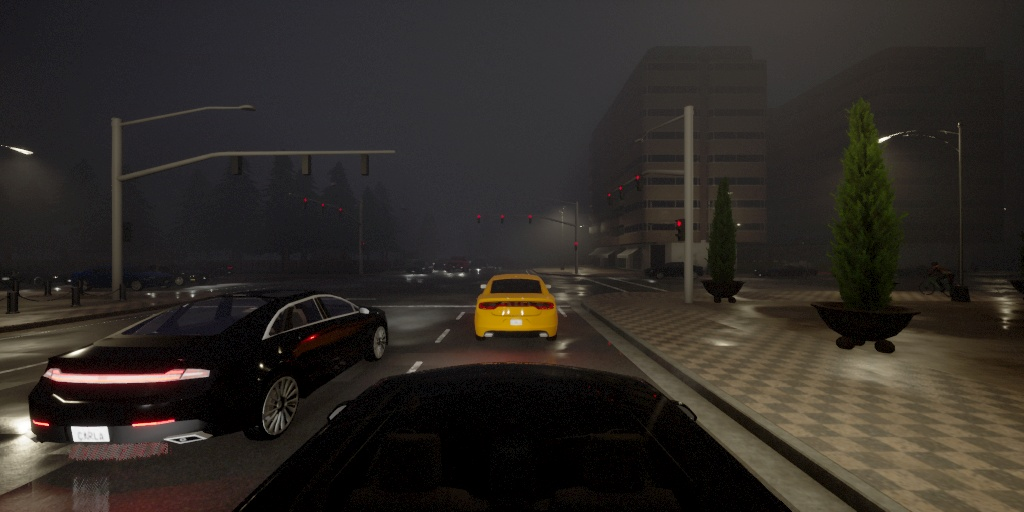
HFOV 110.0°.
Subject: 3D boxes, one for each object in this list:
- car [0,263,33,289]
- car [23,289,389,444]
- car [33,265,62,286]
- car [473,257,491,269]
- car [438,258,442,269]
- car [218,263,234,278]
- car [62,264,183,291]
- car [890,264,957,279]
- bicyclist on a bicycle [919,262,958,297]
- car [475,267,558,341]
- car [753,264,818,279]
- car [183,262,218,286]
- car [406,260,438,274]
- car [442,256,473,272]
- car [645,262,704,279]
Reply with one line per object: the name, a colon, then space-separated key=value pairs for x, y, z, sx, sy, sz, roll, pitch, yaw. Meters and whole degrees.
car: x=-33.367 y=1.027 z=21.697 sx=5.566 sy=2.045 sz=2.150 roll=0 pitch=0 yaw=0
car: x=-3.423 y=1.242 z=5.354 sx=2.128 sy=1.511 sz=4.902 roll=0 pitch=0 yaw=1
car: x=-33.757 y=1.353 z=25.194 sx=5.357 sy=1.411 sz=2.033 roll=0 pitch=0 yaw=0
car: x=-5.416 y=1.256 z=58.125 sx=1.837 sy=1.490 sz=4.892 roll=0 pitch=0 yaw=15
car: x=-9.884 y=1.101 z=51.639 sx=2.097 sy=1.767 sz=4.553 roll=0 pitch=0 yaw=6
car: x=-27.978 y=1.297 z=32.409 sx=4.902 sy=1.511 sz=2.128 roll=0 pitch=0 yaw=0
car: x=-23.432 y=1.283 z=21.721 sx=5.008 sy=1.535 sz=1.882 roll=0 pitch=0 yaw=0
car: x=36.999 y=1.406 z=32.564 sx=4.718 sy=1.301 sz=1.895 roll=0 pitch=0 yaw=0
bicyclist on a bicycle: x=20.288 y=1.106 z=17.051 sx=0.582 sy=1.620 sz=1.656 roll=0 pitch=0 yaw=0
car: x=0.107 y=1.228 z=9.936 sx=1.882 sy=1.535 sz=5.008 roll=0 pitch=0 yaw=0
car: x=24.726 y=1.406 z=32.545 sx=4.718 sy=1.301 sz=1.895 roll=0 pitch=0 yaw=0
car: x=-24.015 y=1.310 z=25.231 sx=4.892 sy=1.490 sz=1.837 roll=0 pitch=0 yaw=1
car: x=-10.489 y=1.298 z=41.097 sx=2.033 sy=1.411 sz=5.357 roll=0 pitch=0 yaw=2
car: x=-6.828 y=0.972 z=45.543 sx=2.150 sy=2.045 sz=5.566 roll=0 pitch=0 yaw=2
car: x=14.649 y=1.283 z=32.520 sx=5.008 sy=1.535 sz=1.882 roll=0 pitch=0 yaw=0
